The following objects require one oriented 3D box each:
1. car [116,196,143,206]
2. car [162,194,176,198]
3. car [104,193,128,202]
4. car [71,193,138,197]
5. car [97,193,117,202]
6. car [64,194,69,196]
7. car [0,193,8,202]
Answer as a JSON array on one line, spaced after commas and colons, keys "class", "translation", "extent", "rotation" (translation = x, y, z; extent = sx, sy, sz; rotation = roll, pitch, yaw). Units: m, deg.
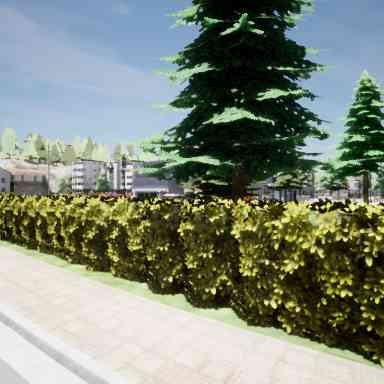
[{"class": "car", "translation": [-10.041, 1.384, 53.291], "extent": [1.970, 1.475, 3.806], "rotation": [0, 0, 44]}, {"class": "car", "translation": [-0.805, 1.221, 33.189], "extent": [2.150, 2.045, 5.566], "rotation": [0, 0, 44]}, {"class": "car", "translation": [-15.852, 1.097, 69.626], "extent": [1.932, 1.855, 4.605], "rotation": [0, 0, 44]}, {"class": "car", "translation": [-8.047, 1.221, 31.017], "extent": [2.150, 2.045, 5.566], "rotation": [0, 0, 44]}, {"class": "car", "translation": [-18.211, 1.077, 71.371], "extent": [1.905, 1.878, 3.866], "rotation": [0, 0, 44]}, {"class": "car", "translation": [-27.325, 1.153, 80.350], "extent": [2.152, 1.636, 5.027], "rotation": [0, 0, 44]}, {"class": "car", "translation": [-41.761, 1.097, 70.170], "extent": [1.932, 1.855, 4.605], "rotation": [0, 0, 44]}]
